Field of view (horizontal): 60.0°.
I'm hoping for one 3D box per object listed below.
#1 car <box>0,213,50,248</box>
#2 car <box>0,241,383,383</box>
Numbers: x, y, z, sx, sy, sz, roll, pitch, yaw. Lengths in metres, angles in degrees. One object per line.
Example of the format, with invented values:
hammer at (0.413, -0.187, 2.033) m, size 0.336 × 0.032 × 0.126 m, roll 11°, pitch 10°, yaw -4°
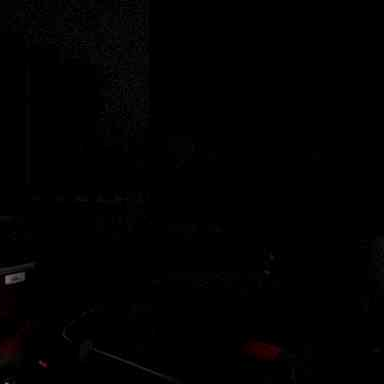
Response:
car at (-4.463, 1.312, 6.138) m, size 5.009 × 1.841 × 2.192 m, roll 0°, pitch 0°, yaw 35°
car at (-0.033, 1.439, 2.985) m, size 4.097 × 1.590 × 1.967 m, roll 0°, pitch 0°, yaw 35°
